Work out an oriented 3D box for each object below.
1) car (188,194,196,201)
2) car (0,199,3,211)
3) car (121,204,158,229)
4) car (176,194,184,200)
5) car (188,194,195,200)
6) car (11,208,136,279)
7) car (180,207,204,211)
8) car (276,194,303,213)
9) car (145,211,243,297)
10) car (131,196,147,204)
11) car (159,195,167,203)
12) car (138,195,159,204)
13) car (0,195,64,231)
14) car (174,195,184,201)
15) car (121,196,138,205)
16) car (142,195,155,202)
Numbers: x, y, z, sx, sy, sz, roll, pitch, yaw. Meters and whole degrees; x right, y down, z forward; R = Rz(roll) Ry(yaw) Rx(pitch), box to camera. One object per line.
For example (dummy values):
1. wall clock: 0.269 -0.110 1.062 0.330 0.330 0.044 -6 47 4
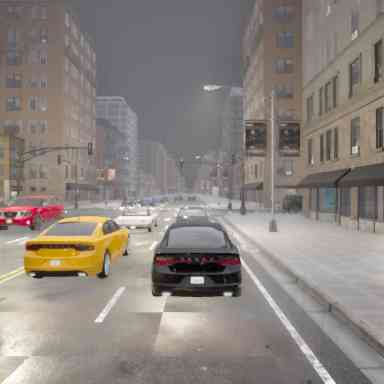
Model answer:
1. car: -0.019 1.461 80.791 1.882 1.535 5.008 0 0 0
2. car: -25.385 1.579 39.806 4.313 1.339 1.947 0 0 0
3. car: -3.155 1.601 20.003 1.895 1.301 4.718 0 0 0
4. car: -3.272 1.391 91.210 2.033 1.411 5.357 0 0 0
5. car: -0.022 1.329 91.211 1.882 1.535 5.008 0 0 0
6. car: -3.154 1.478 10.111 1.882 1.535 5.008 0 0 0
7. car: -0.004 1.548 18.442 2.033 1.411 5.357 0 0 0
8. car: 12.046 1.247 34.464 5.566 2.045 2.150 0 0 0
9. car: 0.098 1.478 8.623 1.882 1.535 5.008 0 0 0
10. car: -9.817 1.484 62.086 2.128 1.511 4.902 0 0 1
11. car: -6.537 1.516 66.718 1.812 1.442 4.674 0 0 0
12. car: -6.597 1.522 50.563 1.812 1.442 4.674 0 0 0
13. car: -9.856 1.221 20.705 2.150 2.045 5.566 0 0 0
14. car: -3.270 1.483 80.790 1.837 1.490 4.892 0 0 0
15. car: -9.857 1.501 52.230 1.837 1.490 4.892 0 0 0
16. car: -9.769 1.512 74.882 2.128 1.511 4.902 0 0 0
